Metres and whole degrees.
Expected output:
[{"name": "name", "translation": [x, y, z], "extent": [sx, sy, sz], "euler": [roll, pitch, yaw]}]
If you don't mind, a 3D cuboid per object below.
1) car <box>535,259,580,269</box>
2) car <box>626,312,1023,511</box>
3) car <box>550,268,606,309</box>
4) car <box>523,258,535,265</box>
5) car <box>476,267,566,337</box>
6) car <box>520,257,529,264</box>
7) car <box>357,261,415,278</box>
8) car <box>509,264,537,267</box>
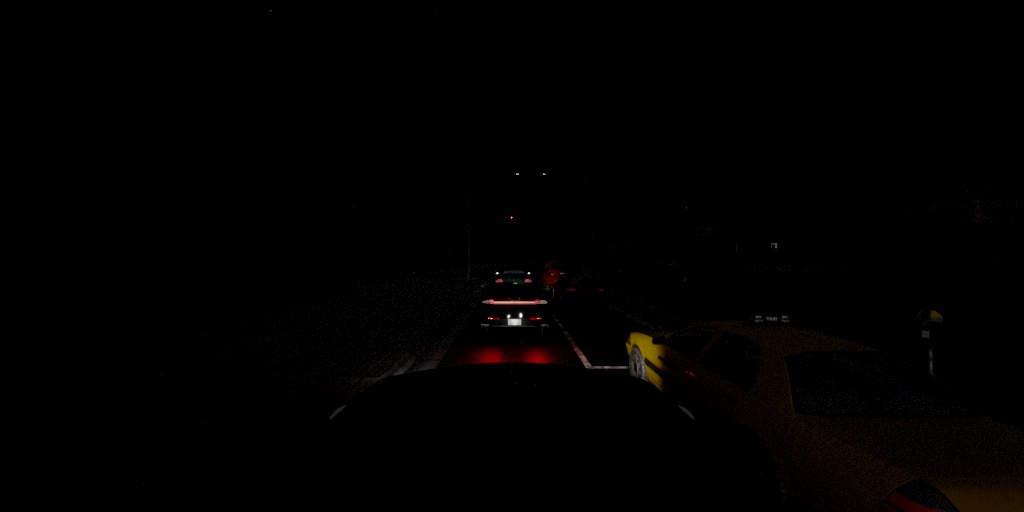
[{"name": "car", "translation": [2.678, 1.076, 20.140], "extent": [2.192, 1.841, 5.009], "euler": [0, 0, 0]}, {"name": "car", "translation": [2.643, 1.276, 3.963], "extent": [1.751, 1.417, 4.829], "euler": [0, 0, 0]}, {"name": "car", "translation": [2.666, 1.338, 14.691], "extent": [1.802, 1.307, 4.207], "euler": [0, 0, 0]}, {"name": "car", "translation": [2.735, 1.356, 46.569], "extent": [1.888, 1.381, 4.507], "euler": [0, 0, 0]}, {"name": "car", "translation": [0.083, 1.245, 10.316], "extent": [2.128, 1.511, 4.902], "euler": [0, 0, 1]}, {"name": "car", "translation": [2.770, 1.403, 62.881], "extent": [1.888, 1.381, 4.507], "euler": [0, 0, 0]}, {"name": "car", "translation": [-11.122, 1.234, 31.746], "extent": [4.902, 1.511, 2.128], "euler": [0, -1, 0]}, {"name": "car", "translation": [0.066, 1.325, 19.261], "extent": [1.994, 1.385, 4.181], "euler": [0, 0, -1]}]
